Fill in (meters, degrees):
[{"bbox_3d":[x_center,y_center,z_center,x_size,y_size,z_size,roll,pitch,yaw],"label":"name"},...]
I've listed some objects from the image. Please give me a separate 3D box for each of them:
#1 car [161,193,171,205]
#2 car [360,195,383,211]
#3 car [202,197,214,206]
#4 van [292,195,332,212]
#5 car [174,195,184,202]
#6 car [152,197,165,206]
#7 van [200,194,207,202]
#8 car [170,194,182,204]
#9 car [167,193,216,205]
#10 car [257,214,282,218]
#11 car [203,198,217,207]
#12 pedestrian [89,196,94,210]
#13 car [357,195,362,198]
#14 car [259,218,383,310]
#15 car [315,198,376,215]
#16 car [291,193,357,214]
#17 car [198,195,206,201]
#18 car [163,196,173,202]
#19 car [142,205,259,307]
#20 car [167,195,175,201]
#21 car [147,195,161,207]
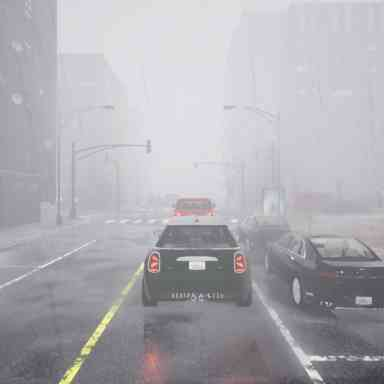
[{"bbox_3d":[-3.121,1.240,51.108,2.150,2.045,5.566,0,0,0],"label":"car"},{"bbox_3d":[19.290,1.228,38.198,5.009,1.841,2.192,0,0,0],"label":"car"},{"bbox_3d":[2.700,1.603,56.988,1.802,1.307,4.206,1,0,0],"label":"car"},{"bbox_3d":[13.763,1.296,38.237,3.998,1.788,1.690,0,0,0],"label":"van"},{"bbox_3d":[-3.002,1.555,76.506,2.128,1.511,4.902,0,0,0],"label":"car"},{"bbox_3d":[-5.680,1.566,57.028,1.887,1.381,4.507,1,0,0],"label":"car"},{"bbox_3d":[2.702,1.373,79.274,1.690,1.788,3.998,1,0,0],"label":"van"},{"bbox_3d":[-3.037,1.376,65.293,2.097,1.767,4.553,0,0,1],"label":"car"},{"bbox_3d":[0.087,1.228,17.622,2.150,2.045,5.566,0,0,0],"label":"car"},{"bbox_3d":[2.830,1.555,13.224,2.008,1.369,4.403,1,0,0],"label":"car"},{"bbox_3d":[2.700,1.585,51.417,1.947,1.339,4.313,1,0,0],"label":"car"},{"bbox_3d":[-12.529,1.348,41.381,0.375,1.860,0.375,0,0,0],"label":"pedestrian"},{"bbox_3d":[14.997,1.412,35.645,4.892,1.490,1.837,-1,-1,0],"label":"car"},{"bbox_3d":[2.831,1.553,7.654,2.008,1.369,4.403,1,0,0],"label":"car"},{"bbox_3d":[13.703,1.413,29.856,4.206,1.307,1.802,0,0,0],"label":"car"},{"bbox_3d":[12.530,1.100,32.348,5.566,2.045,2.150,-1,-1,0],"label":"car"},{"bbox_3d":[2.700,1.582,90.414,1.887,1.381,4.507,1,0,0],"label":"car"},{"bbox_3d":[-5.680,1.598,79.312,1.947,1.339,4.313,1,0,0],"label":"car"},{"bbox_3d":[0.100,1.354,8.152,2.097,1.767,4.553,0,0,0],"label":"car"},{"bbox_3d":[-5.681,1.603,90.454,1.947,1.339,4.313,1,0,0],"label":"car"},{"bbox_3d":[-5.676,1.334,51.457,2.192,1.841,5.009,1,0,0],"label":"car"}]
